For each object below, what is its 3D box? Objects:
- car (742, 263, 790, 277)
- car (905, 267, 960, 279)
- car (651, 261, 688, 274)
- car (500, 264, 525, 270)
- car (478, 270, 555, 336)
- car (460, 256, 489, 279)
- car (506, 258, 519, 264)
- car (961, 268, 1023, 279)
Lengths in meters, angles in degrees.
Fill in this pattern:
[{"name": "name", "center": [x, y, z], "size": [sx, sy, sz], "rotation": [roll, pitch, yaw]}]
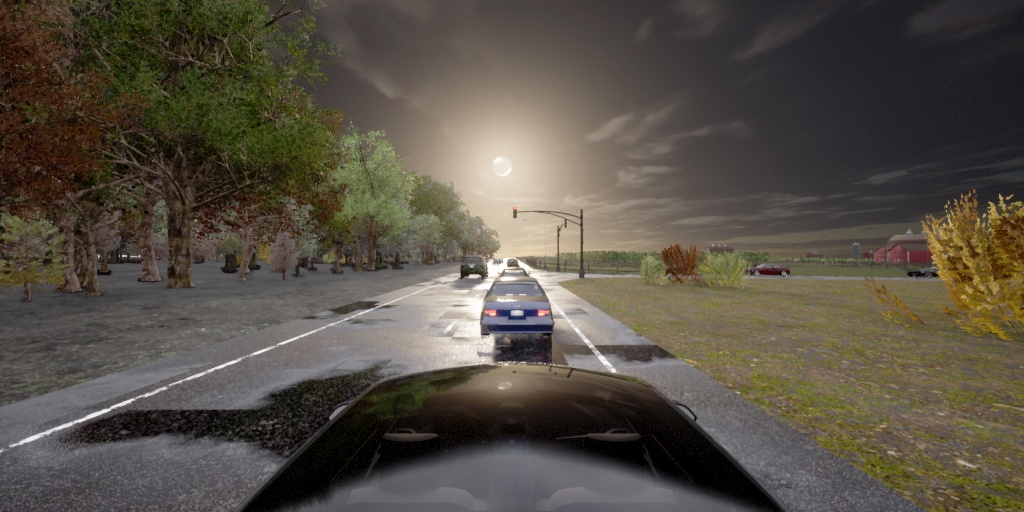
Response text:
[{"name": "car", "center": [29.459, 1.606, 41.697], "size": [5.008, 1.535, 1.882], "rotation": [1, -1, 0]}, {"name": "car", "center": [48.833, 1.941, 41.545], "size": [4.718, 1.301, 1.895], "rotation": [1, -1, 1]}, {"name": "car", "center": [18.101, 1.357, 41.782], "size": [4.553, 1.767, 2.097], "rotation": [1, -1, 1]}, {"name": "car", "center": [0.114, 1.318, 19.629], "size": [1.994, 1.385, 4.181], "rotation": [0, 0, 0]}, {"name": "car", "center": [0.105, 1.300, 10.387], "size": [2.033, 1.411, 5.357], "rotation": [0, 0, 0]}, {"name": "car", "center": [-3.384, 0.980, 32.734], "size": [2.150, 2.045, 5.566], "rotation": [0, 0, 0]}, {"name": "car", "center": [0.149, 1.260, 59.399], "size": [1.837, 1.490, 4.892], "rotation": [0, 0, -1]}, {"name": "car", "center": [51.435, 1.909, 37.956], "size": [4.718, 1.301, 1.895], "rotation": [1, -1, 1]}]
